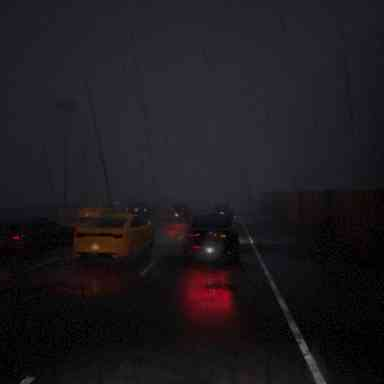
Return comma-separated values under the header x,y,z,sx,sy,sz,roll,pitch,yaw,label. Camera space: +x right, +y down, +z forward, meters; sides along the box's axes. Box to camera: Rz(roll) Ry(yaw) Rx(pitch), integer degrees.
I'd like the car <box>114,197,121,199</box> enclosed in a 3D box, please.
x,y,z,sx,sy,sz,roll,pitch,yaw,label
-19.341,1.998,86.583,1.994,1.385,4.181,0,0,7,car

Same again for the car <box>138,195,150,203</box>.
x,y,z,sx,sy,sz,roll,pitch,yaw,label
-12.383,1.796,85.816,2.097,1.767,4.553,0,0,7,car

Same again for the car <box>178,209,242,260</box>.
x,y,z,sx,sy,sz,roll,pitch,yaw,label
0.820,1.579,12.701,1.837,1.490,4.892,0,-1,6,car

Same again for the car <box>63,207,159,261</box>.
x,y,z,sx,sy,sz,roll,pitch,yaw,label
-2.701,1.553,12.691,1.882,1.535,5.008,0,0,6,car

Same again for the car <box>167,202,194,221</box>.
x,y,z,sx,sy,sz,roll,pitch,yaw,label
-0.955,1.669,28.713,1.837,1.490,4.892,0,-2,6,car

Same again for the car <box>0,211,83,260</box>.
x,y,z,sx,sy,sz,roll,pitch,yaw,label
-6.196,1.641,12.913,1.994,1.385,4.181,0,0,6,car

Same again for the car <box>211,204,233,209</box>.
x,y,z,sx,sy,sz,roll,pitch,yaw,label
2.618,1.735,29.225,1.994,1.385,4.181,0,-1,6,car

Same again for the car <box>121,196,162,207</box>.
x,y,z,sx,sy,sz,roll,pitch,yaw,label
-4.381,1.531,29.628,2.097,1.767,4.553,0,0,6,car

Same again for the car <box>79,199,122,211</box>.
x,y,z,sx,sy,sz,roll,pitch,yaw,label
-7.998,1.648,28.763,1.882,1.535,5.008,0,0,6,car
